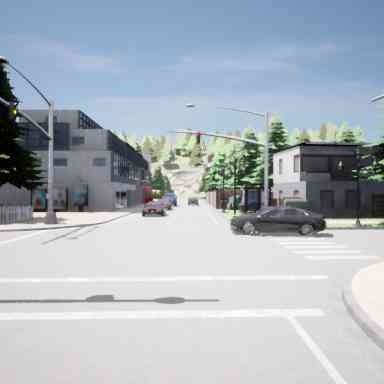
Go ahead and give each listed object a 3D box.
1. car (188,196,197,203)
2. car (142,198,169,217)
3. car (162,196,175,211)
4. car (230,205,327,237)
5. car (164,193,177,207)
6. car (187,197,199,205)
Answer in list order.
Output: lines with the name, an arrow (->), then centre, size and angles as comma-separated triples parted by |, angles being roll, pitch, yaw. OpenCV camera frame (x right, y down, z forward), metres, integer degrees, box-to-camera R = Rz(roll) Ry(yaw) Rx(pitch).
car -> 0.170, 1.600, 69.945 | 1.895, 1.301, 4.718 | 0, 0, 0
car -> -3.552, 1.563, 31.674 | 1.994, 1.385, 4.181 | 0, 0, 0
car -> -3.535, 1.525, 41.828 | 1.812, 1.442, 4.674 | 0, 0, 0
car -> 4.484, 1.491, 17.556 | 4.892, 1.490, 1.837 | 0, 1, 9
car -> -3.519, 1.221, 52.455 | 2.150, 2.045, 5.566 | 0, 0, 0
car -> 0.179, 1.546, 58.202 | 2.033, 1.411, 5.357 | 0, 0, 0
